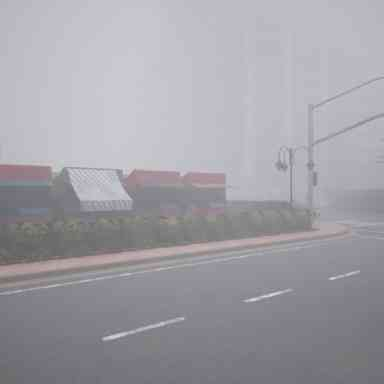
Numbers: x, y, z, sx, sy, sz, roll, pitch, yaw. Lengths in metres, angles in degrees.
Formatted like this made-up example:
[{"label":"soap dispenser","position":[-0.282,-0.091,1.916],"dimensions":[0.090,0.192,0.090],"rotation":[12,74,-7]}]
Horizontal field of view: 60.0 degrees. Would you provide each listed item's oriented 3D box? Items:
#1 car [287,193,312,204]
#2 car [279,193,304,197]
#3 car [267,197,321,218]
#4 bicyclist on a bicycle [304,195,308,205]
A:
[{"label":"car","position":[19.031,1.114,59.142],"dimensions":[1.905,1.878,3.866],"rotation":[0,0,-36]},{"label":"car","position":[16.640,1.114,57.430],"dimensions":[1.905,1.878,3.866],"rotation":[0,0,-36]},{"label":"car","position":[8.538,1.434,28.248],"dimensions":[2.128,1.511,4.902],"rotation":[0,0,-36]},{"label":"bicyclist on a bicycle","position":[15.563,1.246,44.947],"dimensions":[1.656,1.620,0.582],"rotation":[0,0,-36]}]
